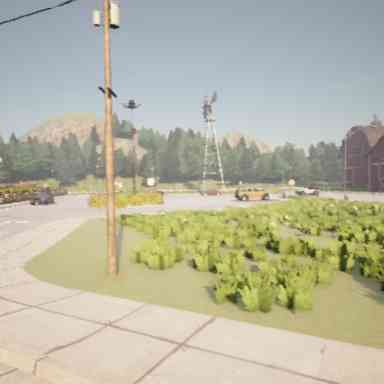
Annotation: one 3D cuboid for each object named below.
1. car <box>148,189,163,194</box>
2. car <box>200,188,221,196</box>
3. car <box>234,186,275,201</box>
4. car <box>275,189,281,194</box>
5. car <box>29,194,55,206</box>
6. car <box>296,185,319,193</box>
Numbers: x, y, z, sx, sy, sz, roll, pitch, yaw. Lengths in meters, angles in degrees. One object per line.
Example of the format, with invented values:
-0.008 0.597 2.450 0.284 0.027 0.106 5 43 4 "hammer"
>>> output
-8.825 0.068 71.248 5.357 1.411 2.033 -1 1 12 "car"
3.518 -0.006 64.236 3.905 1.438 1.784 -1 1 -10 "car"
7.625 0.221 42.134 4.605 1.855 1.932 -1 1 -10 "car"
15.974 -0.319 67.655 4.193 1.474 1.816 -1 1 -10 "car"
-18.742 0.929 41.823 2.033 1.411 5.357 -1 1 -9 "car"
18.889 -0.259 54.478 3.866 1.878 1.905 -1 1 -10 "car"
